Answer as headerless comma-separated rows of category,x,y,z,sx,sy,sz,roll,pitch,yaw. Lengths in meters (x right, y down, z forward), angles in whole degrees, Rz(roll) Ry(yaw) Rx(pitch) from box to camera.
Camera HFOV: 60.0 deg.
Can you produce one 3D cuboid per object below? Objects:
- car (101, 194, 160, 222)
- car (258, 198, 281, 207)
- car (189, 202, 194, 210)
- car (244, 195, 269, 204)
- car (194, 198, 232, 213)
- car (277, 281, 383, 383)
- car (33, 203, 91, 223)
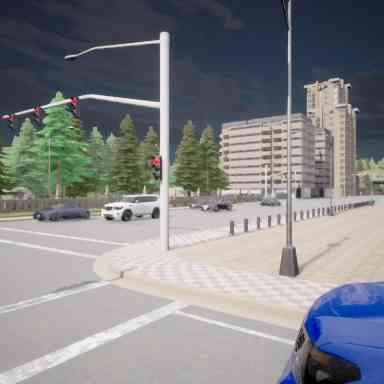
car,-4.720,1.221,27.217,2.150,2.045,5.566,0,0,35
car,11.914,1.564,50.411,1.994,1.385,4.181,0,0,36
car,1.558,1.491,42.036,2.128,1.511,4.902,0,0,36
car,10.611,1.155,54.572,2.033,1.411,5.357,0,0,35
car,2.836,1.492,37.805,2.128,1.511,4.902,0,0,36
car,3.280,1.221,1.626,5.566,2.045,2.150,0,0,36
car,-10.011,1.562,25.827,1.994,1.385,4.181,0,0,36
